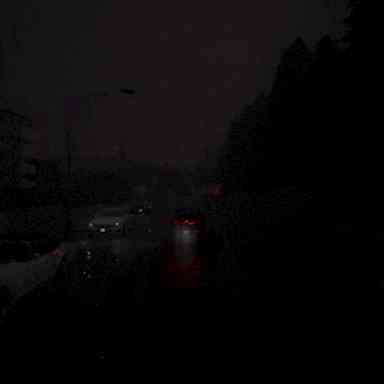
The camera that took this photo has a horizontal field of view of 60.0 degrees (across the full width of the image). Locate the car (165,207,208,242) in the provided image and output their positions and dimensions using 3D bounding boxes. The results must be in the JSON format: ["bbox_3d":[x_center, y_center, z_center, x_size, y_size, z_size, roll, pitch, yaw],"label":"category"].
[{"bbox_3d":[-0.285,1.529,16.644,1.837,1.490,4.892,-1,0,-1],"label":"car"}]

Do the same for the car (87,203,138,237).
[{"bbox_3d":[-4.410,1.602,18.635,1.812,1.442,4.674,-1,0,-1],"label":"car"}]

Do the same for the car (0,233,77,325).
[{"bbox_3d":[-4.201,1.661,7.296,1.895,1.301,4.718,-1,0,-1],"label":"car"}]

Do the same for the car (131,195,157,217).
[{"bbox_3d":[-4.643,1.319,32.598,2.150,2.045,5.566,-1,0,-1],"label":"car"}]
